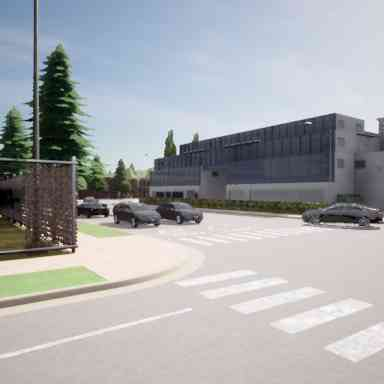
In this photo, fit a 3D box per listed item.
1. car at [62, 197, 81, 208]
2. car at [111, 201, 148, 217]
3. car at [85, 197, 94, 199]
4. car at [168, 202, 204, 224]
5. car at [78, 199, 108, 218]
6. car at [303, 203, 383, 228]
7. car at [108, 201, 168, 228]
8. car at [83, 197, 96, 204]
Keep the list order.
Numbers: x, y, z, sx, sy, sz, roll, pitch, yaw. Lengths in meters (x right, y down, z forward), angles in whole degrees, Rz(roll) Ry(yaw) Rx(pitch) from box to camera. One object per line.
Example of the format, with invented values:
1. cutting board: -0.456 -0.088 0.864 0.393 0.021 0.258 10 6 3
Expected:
1. car: -18.208 1.499 50.151 1.882 1.535 5.008 0 0 -30
2. car: -6.173 1.585 32.321 1.994 1.385 4.181 0 0 -35
3. car: -11.902 1.622 40.532 1.895 1.301 4.718 0 0 -35
4. car: -1.060 1.526 25.022 1.837 1.490 4.892 0 0 -35
5. car: -9.170 1.621 30.488 1.895 1.301 4.718 0 0 -35
6. car: 9.968 1.514 22.223 4.902 1.511 2.128 0 1 29
7. car: -3.849 1.525 22.908 1.837 1.490 4.892 0 0 -35
8. car: -19.868 1.624 64.484 1.895 1.301 4.718 0 0 -12
